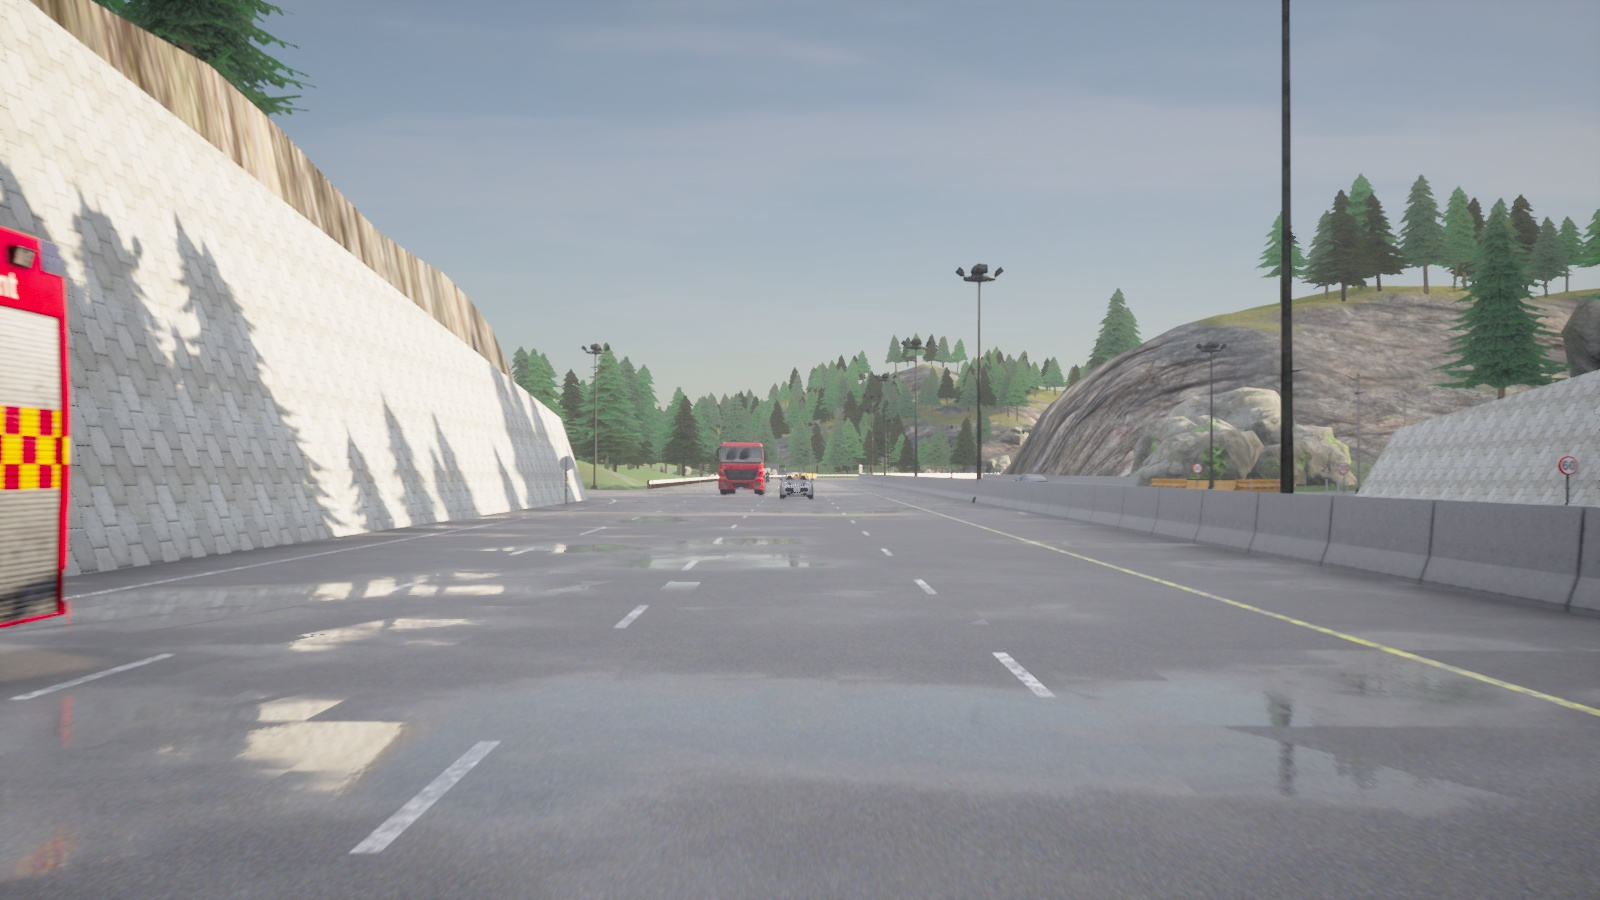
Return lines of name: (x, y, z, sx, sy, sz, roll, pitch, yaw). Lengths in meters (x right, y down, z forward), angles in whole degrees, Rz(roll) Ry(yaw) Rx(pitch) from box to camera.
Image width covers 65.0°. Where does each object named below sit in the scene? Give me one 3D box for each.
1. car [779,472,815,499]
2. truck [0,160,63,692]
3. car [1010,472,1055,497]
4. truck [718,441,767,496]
car: (-0.170, 1.953, 70.014, 1.970, 1.475, 3.806, 0, -1, 0)
truck: (-7.067, -0.229, 5.552, 2.891, 3.827, 8.468, 0, -1, -2)
car: (13.818, 2.039, 74.903, 1.812, 1.442, 4.674, 0, -1, 0)
truck: (-3.705, 1.233, 82.785, 2.891, 3.462, 7.936, 0, -1, 0)
